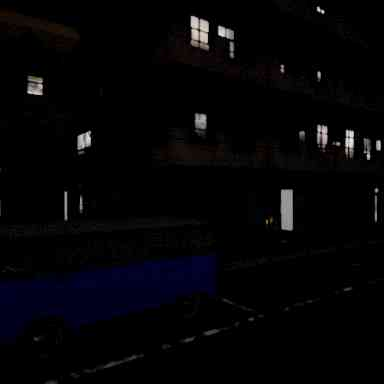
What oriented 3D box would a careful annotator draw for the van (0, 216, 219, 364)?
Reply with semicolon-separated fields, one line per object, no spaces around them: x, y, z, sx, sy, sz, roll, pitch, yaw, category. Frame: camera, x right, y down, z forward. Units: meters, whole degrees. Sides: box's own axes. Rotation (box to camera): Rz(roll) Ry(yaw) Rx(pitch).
-1.424;1.340;5.554;3.998;1.788;1.690;0;0;-36;van
